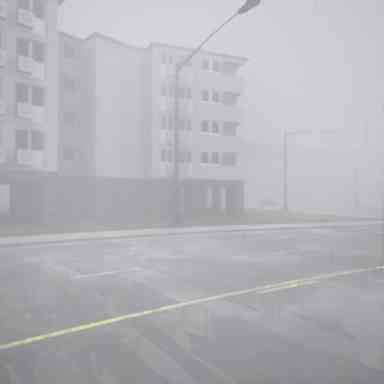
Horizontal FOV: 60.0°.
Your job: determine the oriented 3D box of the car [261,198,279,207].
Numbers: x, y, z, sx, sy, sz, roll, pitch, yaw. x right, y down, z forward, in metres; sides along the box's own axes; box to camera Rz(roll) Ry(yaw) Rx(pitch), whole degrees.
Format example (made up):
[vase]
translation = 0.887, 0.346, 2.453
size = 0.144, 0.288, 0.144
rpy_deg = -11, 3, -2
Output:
[car]
translation = 14.388, 1.926, 61.518
size = 1.882, 1.535, 5.008
rpy_deg = 0, 0, -6
